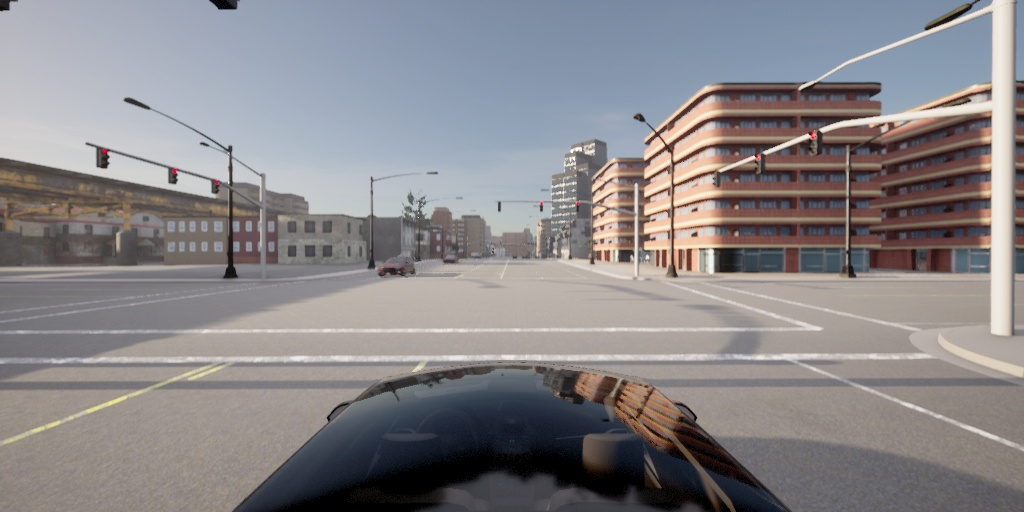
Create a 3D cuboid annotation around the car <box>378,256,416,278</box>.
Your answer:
[{"bbox_3d":[-9.974,0.836,31.258,2.097,1.767,4.553,0,0,1],"label":"car"}]

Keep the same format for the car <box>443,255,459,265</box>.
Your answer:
[{"bbox_3d":[-9.681,0.552,56.761,1.882,1.535,5.008,0,2,0],"label":"car"}]
